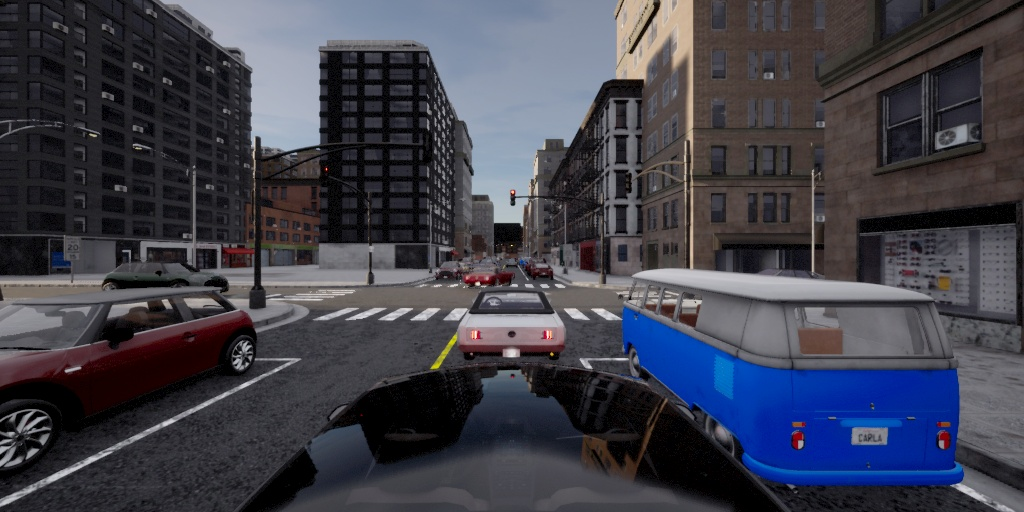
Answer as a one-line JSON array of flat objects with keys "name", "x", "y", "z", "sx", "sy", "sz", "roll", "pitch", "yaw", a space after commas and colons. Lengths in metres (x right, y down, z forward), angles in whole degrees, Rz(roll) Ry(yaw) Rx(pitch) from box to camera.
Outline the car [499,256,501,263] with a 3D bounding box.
[{"name": "car", "x": -2.915, "y": 1.104, "z": 49.031, "sx": 2.097, "sy": 1.767, "sz": 4.553, "roll": 0, "pitch": 0, "yaw": 0}]

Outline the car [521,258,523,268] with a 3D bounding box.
[{"name": "car", "x": 2.562, "y": 1.297, "z": 47.601, "sx": 1.888, "sy": 1.381, "sz": 4.507, "roll": 0, "pitch": 0, "yaw": 0}]

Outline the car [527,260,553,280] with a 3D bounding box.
[{"name": "car", "x": 2.590, "y": 1.297, "z": 31.373, "sx": 1.888, "sy": 1.381, "sz": 4.507, "roll": 0, "pitch": 0, "yaw": 0}]

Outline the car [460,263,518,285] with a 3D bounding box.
[{"name": "car", "x": -1.358, "y": 1.353, "z": 23.488, "sx": 1.895, "sy": 1.301, "sz": 4.718, "roll": 0, "pitch": 0, "yaw": 18}]

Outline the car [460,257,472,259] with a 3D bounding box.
[{"name": "car", "x": -5.454, "y": 1.067, "z": 42.178, "sx": 2.192, "sy": 1.841, "sz": 5.009, "roll": 0, "pitch": 0, "yaw": 0}]

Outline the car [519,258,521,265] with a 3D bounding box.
[{"name": "car", "x": 2.544, "y": 1.316, "z": 58.421, "sx": 1.948, "sy": 1.339, "sz": 4.313, "roll": 0, "pitch": 0, "yaw": 0}]

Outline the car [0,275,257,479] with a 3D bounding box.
[{"name": "car", "x": -5.390, "y": 1.190, "z": 4.479, "sx": 1.967, "sy": 1.591, "sz": 4.097, "roll": 0, "pitch": 0, "yaw": 0}]

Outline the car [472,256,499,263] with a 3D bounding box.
[{"name": "car", "x": -2.896, "y": 1.105, "z": 40.156, "sx": 2.097, "sy": 1.767, "sz": 4.553, "roll": 0, "pitch": 0, "yaw": 0}]

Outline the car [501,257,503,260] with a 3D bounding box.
[{"name": "car", "x": -2.914, "y": 1.314, "z": 59.051, "sx": 1.994, "sy": 1.385, "sz": 4.181, "roll": 0, "pitch": 0, "yaw": 0}]

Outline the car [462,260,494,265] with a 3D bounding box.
[{"name": "car", "x": -2.899, "y": 1.316, "z": 31.536, "sx": 1.994, "sy": 1.385, "sz": 4.181, "roll": 0, "pitch": 0, "yaw": -1}]

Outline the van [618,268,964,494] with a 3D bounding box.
[{"name": "van", "x": 2.635, "y": 1.091, "z": 4.492, "sx": 1.690, "sy": 1.789, "sz": 3.998, "roll": 0, "pitch": 0, "yaw": 0}]

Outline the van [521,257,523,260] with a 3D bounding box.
[{"name": "van", "x": 2.553, "y": 1.092, "z": 53.012, "sx": 1.690, "sy": 1.789, "sz": 3.998, "roll": 0, "pitch": 0, "yaw": 0}]

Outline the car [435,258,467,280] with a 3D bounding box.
[{"name": "car", "x": -5.435, "y": 1.192, "z": 31.359, "sx": 1.967, "sy": 1.591, "sz": 4.097, "roll": 0, "pitch": 0, "yaw": 0}]

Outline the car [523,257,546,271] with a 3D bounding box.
[{"name": "car", "x": 2.581, "y": 1.067, "z": 36.782, "sx": 2.192, "sy": 1.841, "sz": 5.009, "roll": 0, "pitch": 0, "yaw": 0}]

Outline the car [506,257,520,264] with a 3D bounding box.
[{"name": "car", "x": -0.009, "y": 1.313, "z": 62.328, "sx": 1.994, "sy": 1.385, "sz": 4.181, "roll": 0, "pitch": 0, "yaw": 1}]

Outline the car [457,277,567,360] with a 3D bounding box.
[{"name": "car", "x": -0.009, "y": 1.351, "z": 8.277, "sx": 1.895, "sy": 1.301, "sz": 4.718, "roll": 0, "pitch": 0, "yaw": 0}]

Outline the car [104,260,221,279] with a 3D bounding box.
[{"name": "car", "x": -15.945, "y": 1.025, "z": 16.698, "sx": 4.553, "sy": 1.767, "sz": 2.097, "roll": 0, "pitch": 0, "yaw": 0}]
